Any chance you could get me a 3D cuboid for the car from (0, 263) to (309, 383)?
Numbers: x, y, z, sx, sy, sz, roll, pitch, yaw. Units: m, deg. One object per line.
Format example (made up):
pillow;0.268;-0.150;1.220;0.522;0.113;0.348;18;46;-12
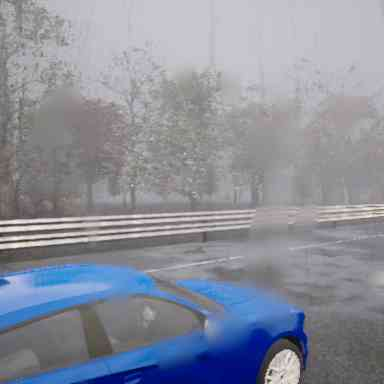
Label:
car;-0.915;1.478;3.217;5.008;1.535;1.882;0;0;-35
